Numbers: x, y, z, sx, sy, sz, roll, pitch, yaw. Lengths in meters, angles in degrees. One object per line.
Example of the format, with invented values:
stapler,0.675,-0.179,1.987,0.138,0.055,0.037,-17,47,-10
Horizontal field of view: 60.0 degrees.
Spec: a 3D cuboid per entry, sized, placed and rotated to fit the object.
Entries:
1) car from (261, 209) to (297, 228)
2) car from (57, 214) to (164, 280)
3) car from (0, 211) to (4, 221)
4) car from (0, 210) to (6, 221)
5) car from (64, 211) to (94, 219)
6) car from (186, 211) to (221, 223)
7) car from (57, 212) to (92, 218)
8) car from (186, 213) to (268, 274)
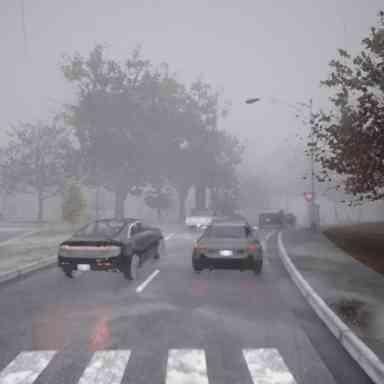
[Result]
car,7.257,2.145,27.811,1.882,1.535,5.008,-3,-5,34
car,-2.169,1.542,10.116,2.128,1.511,4.902,-1,0,8
car,-26.262,2.964,42.951,2.097,1.767,4.553,1,-4,-4
car,-29.514,3.421,48.148,1.882,1.535,5.008,-1,-4,9
car,-21.434,4.396,62.971,4.902,1.511,2.128,3,-5,-37
car,1.302,1.986,23.508,1.895,1.301,4.718,-1,-4,22
car,-21.094,4.211,59.241,5.357,1.411,2.033,4,-5,-45
car,1.200,1.587,10.757,1.994,1.385,4.181,-1,0,9
